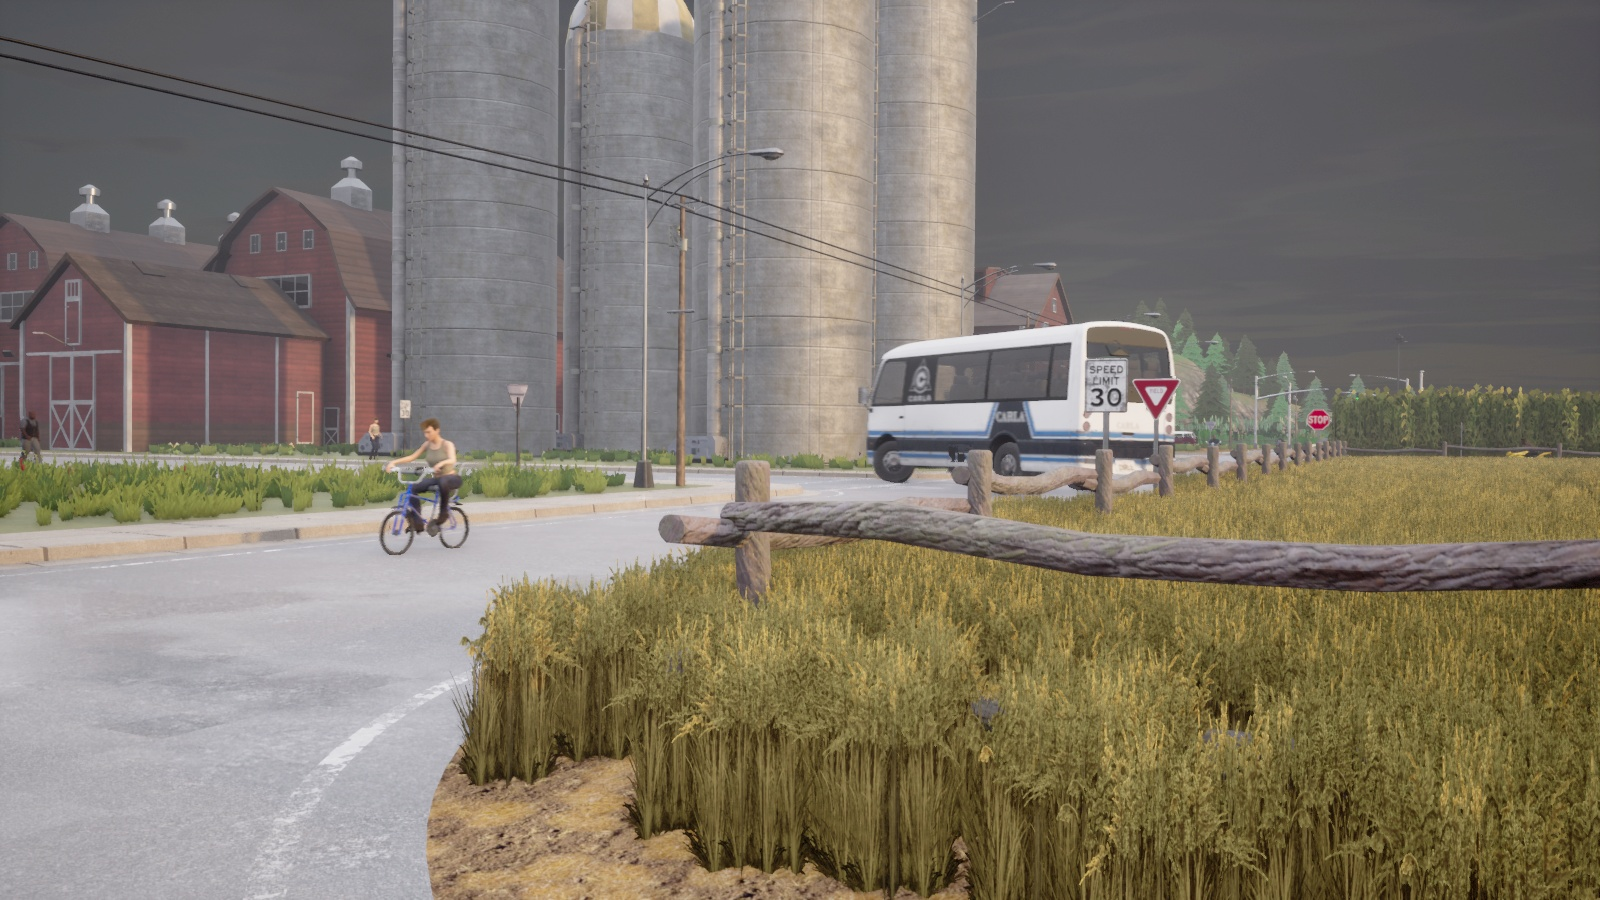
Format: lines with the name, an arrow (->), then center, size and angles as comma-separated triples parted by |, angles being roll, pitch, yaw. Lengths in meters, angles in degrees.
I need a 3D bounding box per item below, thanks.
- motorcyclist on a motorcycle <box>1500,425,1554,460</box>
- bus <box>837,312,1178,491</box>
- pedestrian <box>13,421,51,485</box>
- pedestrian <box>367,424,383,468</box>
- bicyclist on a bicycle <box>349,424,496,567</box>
motorcyclist on a motorcycle -> 32.191, -0.338, 55.627 | 2.044, 1.523, 0.797 | 0, 1, 27
bus -> 5.343, -1.176, 35.302 | 3.944, 4.253, 10.273 | 0, 0, -29
pedestrian -> -22.920, 0.082, 37.486 | 0.849, 1.883, 0.563 | 0, 1, 25
pedestrian -> -17.976, -0.176, 53.111 | 0.594, 1.836, 0.345 | 0, 1, 37
bicyclist on a bicycle -> -4.479, 0.504, 14.998 | 0.866, 1.612, 1.509 | 0, 1, 26
